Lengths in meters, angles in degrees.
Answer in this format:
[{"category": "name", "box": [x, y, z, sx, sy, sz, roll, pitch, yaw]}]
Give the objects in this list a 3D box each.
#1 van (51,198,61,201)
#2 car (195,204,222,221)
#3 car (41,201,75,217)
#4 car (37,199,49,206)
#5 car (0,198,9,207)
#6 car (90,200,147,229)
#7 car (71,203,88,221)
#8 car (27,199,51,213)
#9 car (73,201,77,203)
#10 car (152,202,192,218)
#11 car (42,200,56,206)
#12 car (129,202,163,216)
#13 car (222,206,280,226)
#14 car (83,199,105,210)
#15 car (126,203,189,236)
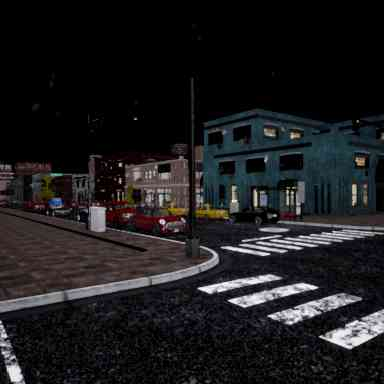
[{"category": "van", "box": [-29.002, 2.174, 70.675, 1.690, 1.788, 3.998, -1, 0, -37]}, {"category": "car", "box": [1.190, 1.753, 29.926, 1.752, 1.417, 4.829, -1, 0, -37]}, {"category": "car", "box": [-15.530, 2.053, 38.472, 2.008, 1.369, 4.403, -1, 0, -37]}, {"category": "car", "box": [-35.829, 2.495, 79.898, 1.752, 1.417, 4.829, -1, 0, -37]}, {"category": "car", "box": [-42.492, 2.358, 74.790, 2.192, 1.841, 5.009, -1, 0, -37]}, {"category": "car", "box": [-5.438, 1.616, 24.843, 2.192, 1.841, 5.009, -1, 0, -37]}, {"category": "car", "box": [-8.798, 1.919, 29.387, 2.008, 1.369, 4.403, -1, 0, -37]}, {"category": "car", "box": [-22.266, 1.952, 47.558, 2.192, 1.841, 5.009, -1, 0, -37]}, {"category": "car", "box": [-22.266, 2.279, 61.589, 1.802, 1.307, 4.206, -1, 0, -37]}, {"category": "car", "box": [-2.176, 1.821, 34.468, 1.752, 1.417, 4.829, -1, 0, -37]}, {"category": "car", "box": [-32.362, 2.445, 75.218, 1.887, 1.381, 4.507, -1, 0, -37]}, {"category": "car", "box": [-5.439, 1.911, 38.875, 2.008, 1.369, 4.403, -1, 0, -37]}, {"category": "car", "box": [4.658, 1.725, 25.246, 1.947, 1.339, 4.313, -1, 0, -37]}, {"category": "car", "box": [-15.538, 2.003, 52.503, 1.967, 1.590, 4.097, -1, 0, -37]}, {"category": "car", "box": [-2.069, 1.673, 20.301, 1.967, 1.590, 4.097, -1, 0, -37]}]
